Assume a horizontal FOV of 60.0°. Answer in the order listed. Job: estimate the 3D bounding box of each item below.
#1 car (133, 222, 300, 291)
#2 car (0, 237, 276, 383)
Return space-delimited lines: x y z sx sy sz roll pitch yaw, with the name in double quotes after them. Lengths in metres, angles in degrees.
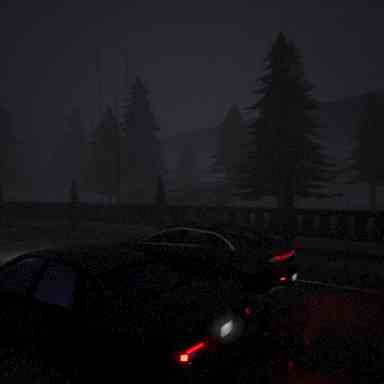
0.002 1.464 7.913 4.902 1.511 2.128 0 0 33 "car"
-1.733 1.529 4.968 5.357 1.411 2.033 0 0 33 "car"
